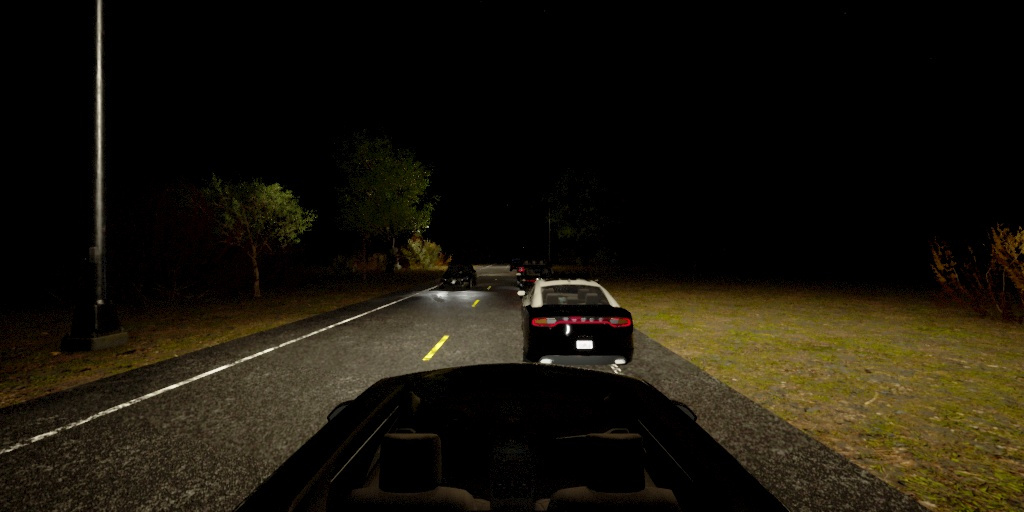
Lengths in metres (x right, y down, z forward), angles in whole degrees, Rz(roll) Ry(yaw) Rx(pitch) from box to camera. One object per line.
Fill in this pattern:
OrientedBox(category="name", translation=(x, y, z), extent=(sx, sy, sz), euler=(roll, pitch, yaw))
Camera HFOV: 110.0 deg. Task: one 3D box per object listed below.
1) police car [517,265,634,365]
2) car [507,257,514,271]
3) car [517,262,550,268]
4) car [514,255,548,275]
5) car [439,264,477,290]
OrientedBox(category="police car", translation=(1.164, 1.174, 8.151), extent=(1.930, 1.638, 5.238), euler=(0, 0, 1))
OrientedBox(category="car", translation=(0.700, 1.233, 46.572), extent=(1.812, 1.442, 4.674), euler=(0, 0, 1))
OrientedBox(category="car", translation=(1.305, 1.249, 18.039), extent=(1.837, 1.490, 4.892), euler=(0, 0, 1))
OrientedBox(category="car", translation=(1.389, 0.963, 24.069), extent=(2.150, 2.045, 5.566), euler=(0, 0, 1))
OrientedBox(category="car", translation=(-3.282, 1.245, 22.661), extent=(1.837, 1.490, 4.892), euler=(0, 0, 1))
